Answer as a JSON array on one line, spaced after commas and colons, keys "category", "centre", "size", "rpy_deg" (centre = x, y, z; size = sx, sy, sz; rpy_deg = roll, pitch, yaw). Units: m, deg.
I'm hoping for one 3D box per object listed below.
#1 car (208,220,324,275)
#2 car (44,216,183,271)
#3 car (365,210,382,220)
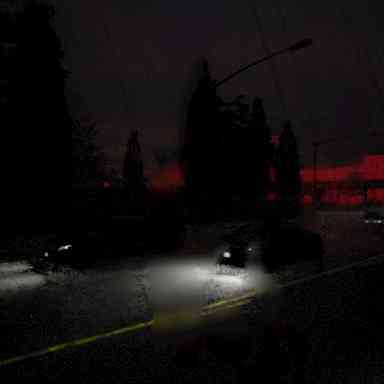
[{"category": "car", "centre": [2.485, 1.607, 10.724], "size": [4.181, 1.385, 1.994], "rpy_deg": [1, 0, -41]}, {"category": "car", "centre": [-2.428, 1.550, 11.175], "size": [4.674, 1.442, 1.812], "rpy_deg": [0, 0, -39]}, {"category": "car", "centre": [24.357, 3.040, 44.752], "size": [1.895, 1.301, 4.718], "rpy_deg": [1, -2, 25]}]
